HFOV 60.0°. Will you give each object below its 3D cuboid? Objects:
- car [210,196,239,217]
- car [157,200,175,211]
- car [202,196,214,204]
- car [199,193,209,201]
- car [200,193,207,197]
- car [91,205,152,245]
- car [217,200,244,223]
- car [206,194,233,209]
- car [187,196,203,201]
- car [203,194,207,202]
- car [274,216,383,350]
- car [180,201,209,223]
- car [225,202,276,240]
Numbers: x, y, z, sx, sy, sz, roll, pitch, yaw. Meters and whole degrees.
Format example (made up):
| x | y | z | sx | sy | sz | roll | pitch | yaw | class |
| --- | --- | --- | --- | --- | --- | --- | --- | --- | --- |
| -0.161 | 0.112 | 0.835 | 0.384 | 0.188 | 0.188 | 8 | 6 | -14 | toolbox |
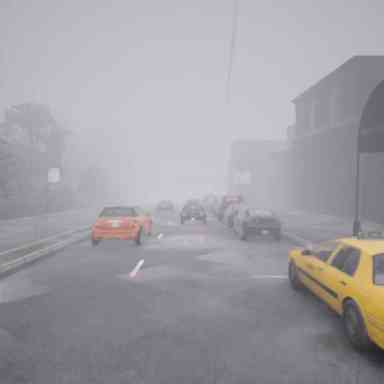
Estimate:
| x | y | z | sx | sy | sz | roll | pitch | yaw | class |
| --- | --- | --- | --- | --- | --- | --- | --- | --- | --- |
| 3.199 | 1.527 | 33.943 | 1.946 | 1.575 | 5.366 | 0 | 0 | 0 | car |
| -3.182 | 1.625 | 40.796 | 1.994 | 1.385 | 4.181 | 0 | 0 | 0 | car |
| 3.171 | 1.580 | 66.776 | 2.231 | 1.521 | 4.892 | 0 | 0 | 0 | car |
| 3.150 | 1.360 | 88.911 | 2.435 | 2.045 | 5.566 | 0 | 0 | 0 | car |
| 3.176 | 1.319 | 61.286 | 2.435 | 2.045 | 5.566 | 0 | 0 | 0 | car |
| -3.161 | 1.376 | 15.802 | 2.097 | 1.767 | 4.553 | 0 | 0 | 0 | car |
| 3.211 | 1.515 | 22.577 | 2.231 | 1.521 | 4.892 | 0 | 0 | 0 | car |
| 3.194 | 1.413 | 39.252 | 2.185 | 1.767 | 4.553 | 0 | 0 | 0 | car |
| 0.068 | 1.565 | 41.432 | 1.837 | 1.490 | 4.892 | 0 | 0 | 0 | car |
| 3.239 | 1.558 | 51.865 | 2.231 | 1.521 | 4.892 | 0 | 0 | 1 | car |
| 3.224 | 1.486 | 6.193 | 1.946 | 1.575 | 5.366 | 0 | 0 | 0 | car |
| 0.081 | 1.639 | 25.734 | 1.895 | 1.301 | 4.718 | 0 | 0 | 0 | car |
| 3.213 | 1.506 | 17.051 | 2.231 | 1.521 | 4.892 | 0 | 0 | 0 | car |
